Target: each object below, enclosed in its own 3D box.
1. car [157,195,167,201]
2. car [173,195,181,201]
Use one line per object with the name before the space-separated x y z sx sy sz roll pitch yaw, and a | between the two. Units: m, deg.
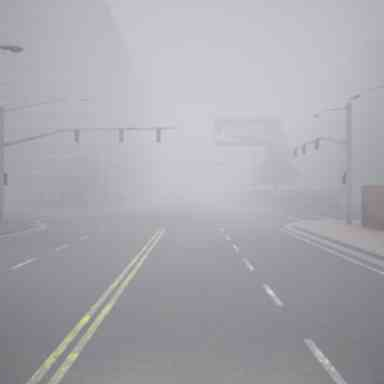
car | -7.012 1.375 78.311 1.882 1.535 5.008 0 0 0
car | -3.512 1.437 78.311 2.033 1.411 5.357 0 0 0
